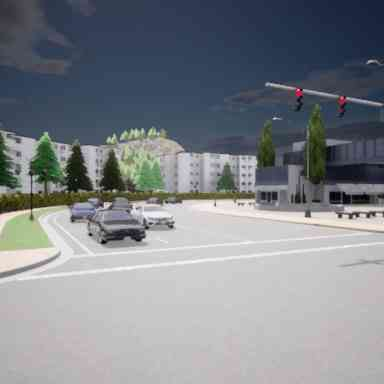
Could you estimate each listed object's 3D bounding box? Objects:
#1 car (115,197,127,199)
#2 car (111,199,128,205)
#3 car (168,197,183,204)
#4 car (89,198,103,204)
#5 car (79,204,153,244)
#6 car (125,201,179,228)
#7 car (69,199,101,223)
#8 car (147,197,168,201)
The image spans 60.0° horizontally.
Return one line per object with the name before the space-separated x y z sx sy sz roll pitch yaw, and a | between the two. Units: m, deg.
car | -9.755 1.504 45.456 1.837 1.490 4.892 0 0 -1
car | -6.329 1.563 29.644 1.994 1.385 4.181 0 0 -22
car | -3.385 1.561 62.682 1.994 1.385 4.181 0 0 25
car | -13.208 1.524 44.745 1.812 1.442 4.674 0 0 -2
car | -3.872 1.547 16.166 2.033 1.411 5.357 0 0 -27
car | -2.702 1.525 21.636 1.812 1.442 4.674 0 0 -26
car | -8.494 1.525 25.794 1.812 1.442 4.674 0 0 -23
car | -5.797 1.545 52.525 2.033 1.411 5.357 0 0 8
